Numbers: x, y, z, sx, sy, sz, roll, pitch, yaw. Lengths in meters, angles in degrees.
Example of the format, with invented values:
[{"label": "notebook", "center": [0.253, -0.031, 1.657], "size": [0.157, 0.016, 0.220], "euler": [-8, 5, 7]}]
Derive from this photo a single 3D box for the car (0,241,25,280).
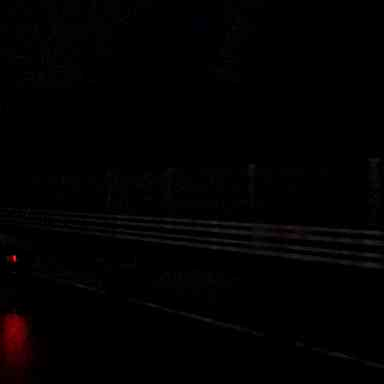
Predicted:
[{"label": "car", "center": [-6.409, 1.596, 8.640], "size": [4.718, 1.301, 1.895], "euler": [0, 0, 36]}]
